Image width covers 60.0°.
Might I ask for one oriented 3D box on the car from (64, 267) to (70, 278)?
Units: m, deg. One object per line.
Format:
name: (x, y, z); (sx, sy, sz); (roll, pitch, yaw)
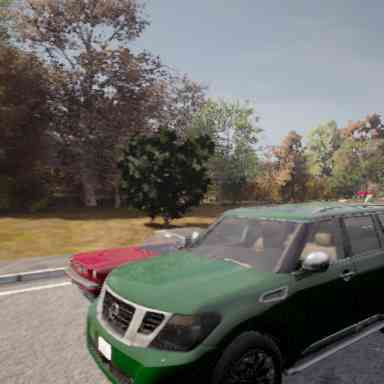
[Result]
car: (-0.455, 1.586, 7.946); (4.718, 1.301, 1.895); (0, 0, -35)

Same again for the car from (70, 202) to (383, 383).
car: (1.374, 1.207, 4.950); (5.566, 2.045, 2.150); (0, 0, -35)

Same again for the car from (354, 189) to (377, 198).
car: (39.787, 0.341, 76.623); (2.150, 2.045, 5.566); (3, 1, -20)
